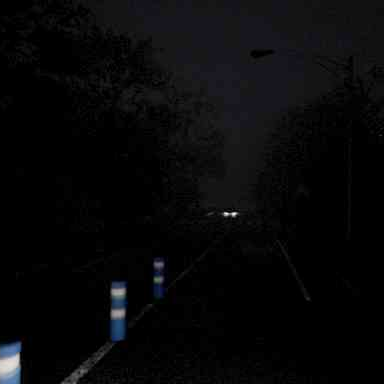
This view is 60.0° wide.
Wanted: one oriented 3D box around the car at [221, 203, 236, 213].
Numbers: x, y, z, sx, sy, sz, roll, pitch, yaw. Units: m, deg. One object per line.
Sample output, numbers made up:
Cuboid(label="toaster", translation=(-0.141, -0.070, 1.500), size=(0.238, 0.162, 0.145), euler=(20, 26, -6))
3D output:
Cuboid(label="car", translation=(6.752, 2.902, 58.486), size=(1.994, 1.385, 4.181), euler=(1, -1, 10))

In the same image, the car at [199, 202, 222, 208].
Cuboid(label="car", translation=(4.974, 3.714, 88.462), size=(5.366, 1.575, 1.946), euler=(1, -3, 10))

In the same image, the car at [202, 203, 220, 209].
Cuboid(label="car", translation=(5.257, 3.849, 91.220), size=(4.892, 1.521, 2.231), euler=(1, -3, 10))

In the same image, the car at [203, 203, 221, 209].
Cuboid(label="car", translation=(5.728, 3.991, 93.948), size=(5.008, 1.535, 2.097), euler=(1, -3, 10))
